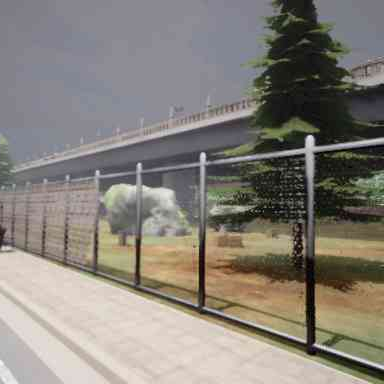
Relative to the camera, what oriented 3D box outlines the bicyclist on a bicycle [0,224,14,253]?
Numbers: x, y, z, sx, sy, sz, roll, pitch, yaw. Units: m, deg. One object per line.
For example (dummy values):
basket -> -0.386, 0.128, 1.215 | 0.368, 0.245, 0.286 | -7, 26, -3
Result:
bicyclist on a bicycle -> -8.571, 1.857, 14.390 | 1.656, 1.620, 0.582 | 3, -3, -42
